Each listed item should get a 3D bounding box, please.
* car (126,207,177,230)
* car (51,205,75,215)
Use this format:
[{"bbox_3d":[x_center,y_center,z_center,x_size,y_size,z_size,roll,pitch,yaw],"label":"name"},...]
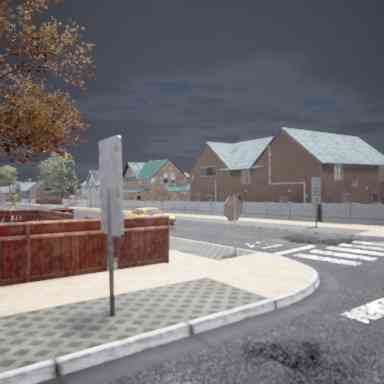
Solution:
[{"bbox_3d":[-2.950,1.841,23.440,1.882,1.535,5.008,-2,0,-36],"label":"car"},{"bbox_3d":[-16.238,2.342,41.883,1.895,1.301,4.718,-2,0,-35],"label":"car"}]
